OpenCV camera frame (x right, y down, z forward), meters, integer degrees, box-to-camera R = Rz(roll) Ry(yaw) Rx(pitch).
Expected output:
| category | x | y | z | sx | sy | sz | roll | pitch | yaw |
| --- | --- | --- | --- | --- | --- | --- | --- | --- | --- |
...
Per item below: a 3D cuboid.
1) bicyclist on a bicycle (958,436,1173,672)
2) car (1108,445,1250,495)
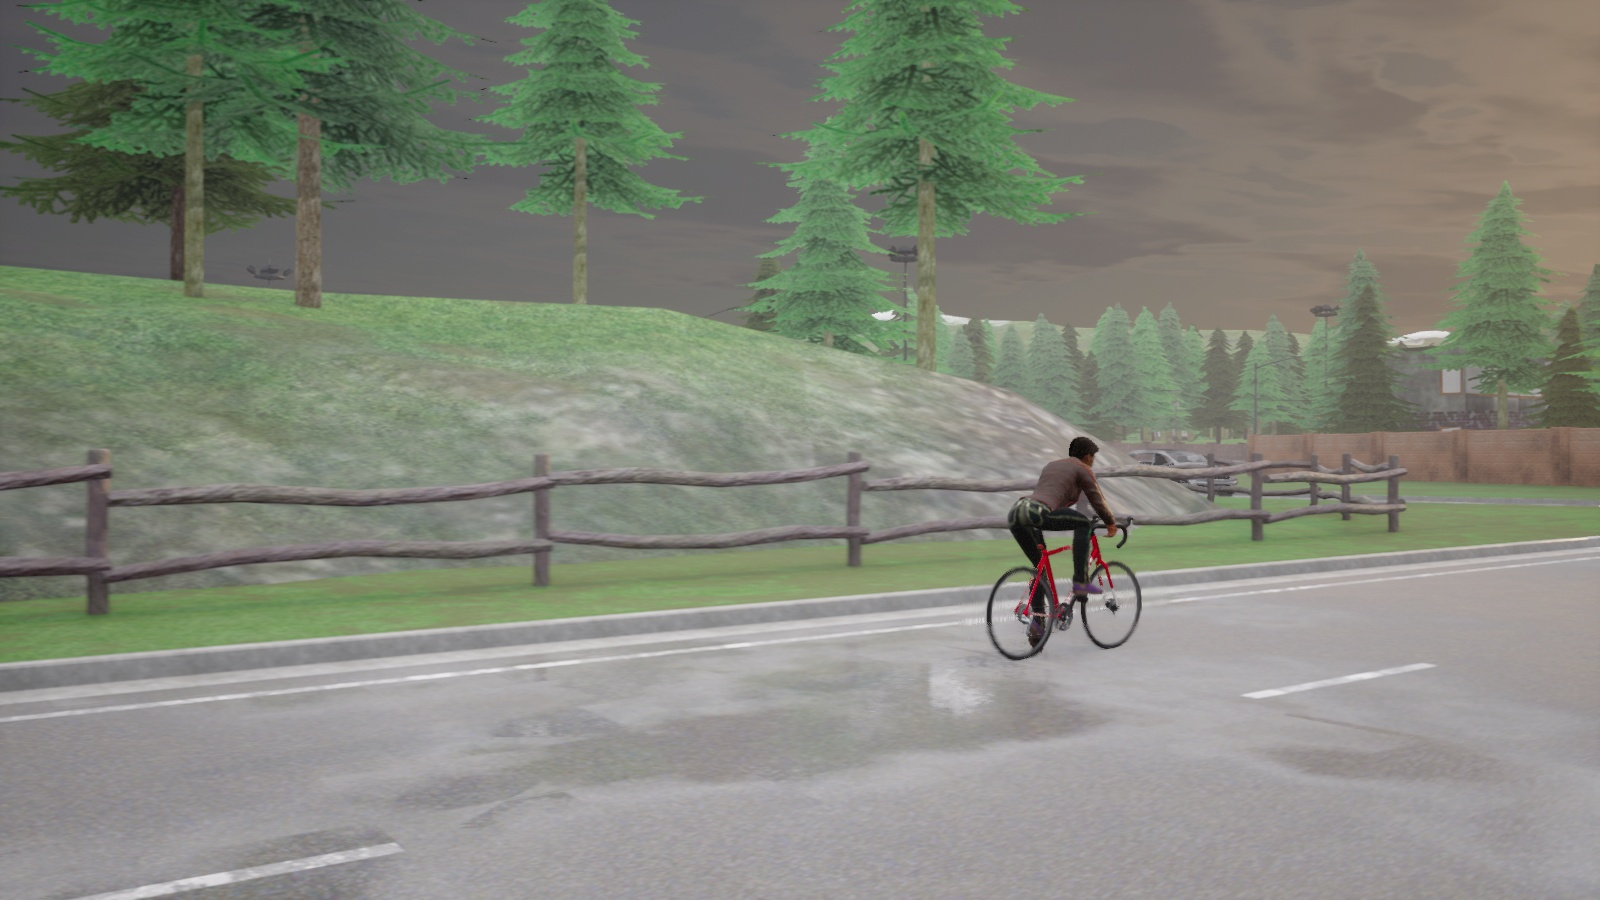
| category | x | y | z | sx | sy | sz | roll | pitch | yaw |
| --- | --- | --- | --- | --- | --- | --- | --- | --- | --- |
| bicyclist on a bicycle | 1.988 | 0.716 | 9.315 | 1.656 | 1.620 | 0.582 | 0 | 0 | -35 |
| car | 13.260 | 0.669 | 44.204 | 2.242 | 1.667 | 4.611 | 0 | 0 | -26 |
